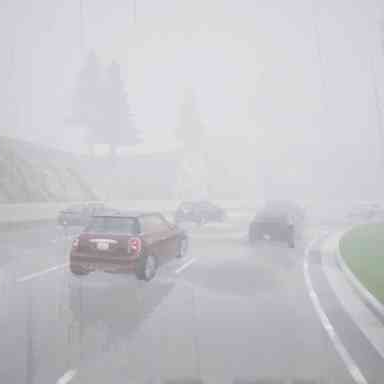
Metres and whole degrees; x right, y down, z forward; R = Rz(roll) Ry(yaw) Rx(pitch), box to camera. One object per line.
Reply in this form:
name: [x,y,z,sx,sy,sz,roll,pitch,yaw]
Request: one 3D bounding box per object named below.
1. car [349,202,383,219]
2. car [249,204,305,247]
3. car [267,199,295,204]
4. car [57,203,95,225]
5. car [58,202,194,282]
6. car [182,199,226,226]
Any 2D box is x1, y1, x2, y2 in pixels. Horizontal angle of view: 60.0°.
car: [16.141,1.678,30.502,4.674,1.442,1.812,1,0,-38]
car: [3.970,1.540,15.399,1.837,1.490,4.892,0,0,24]
car: [7.476,1.419,27.030,2.097,1.767,4.553,1,0,39]
car: [-5.707,1.430,19.811,2.128,1.511,4.902,0,0,24]
car: [-1.624,1.333,10.080,2.097,1.767,4.553,1,0,14]
car: [0.695,1.353,23.720,2.097,1.767,4.553,1,0,31]
